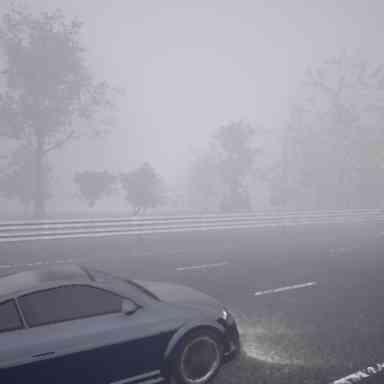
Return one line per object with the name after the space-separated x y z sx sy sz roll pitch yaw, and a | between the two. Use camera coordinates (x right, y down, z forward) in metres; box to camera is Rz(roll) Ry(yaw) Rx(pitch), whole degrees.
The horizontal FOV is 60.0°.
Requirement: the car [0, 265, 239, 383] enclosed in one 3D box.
-1.474 1.667 4.170 4.181 1.385 1.994 0 -2 -30 | car
